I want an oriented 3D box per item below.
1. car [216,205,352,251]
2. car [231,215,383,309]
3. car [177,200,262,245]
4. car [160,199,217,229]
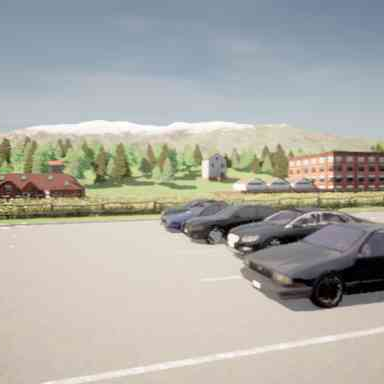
[{"bbox_3d":[3.541,1.291,10.907,4.902,1.511,2.128,-1,1,-16],"label":"car"},{"bbox_3d":[3.818,1.392,7.340,5.357,1.411,2.033,-1,1,-16],"label":"car"},{"bbox_3d":[2.152,1.250,14.147,5.008,1.535,1.882,-1,1,-16],"label":"car"},{"bbox_3d":[1.071,1.287,17.476,5.357,1.411,2.033,-1,1,-16],"label":"car"}]
